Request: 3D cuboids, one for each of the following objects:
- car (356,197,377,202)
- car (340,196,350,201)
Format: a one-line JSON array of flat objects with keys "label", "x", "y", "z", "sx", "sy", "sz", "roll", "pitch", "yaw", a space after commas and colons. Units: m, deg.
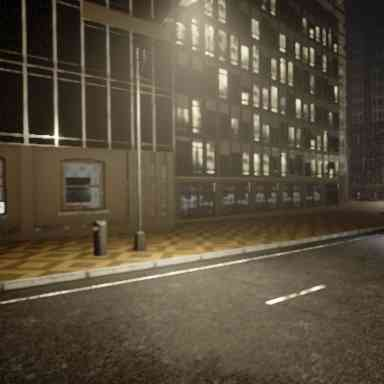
[{"label": "car", "x": 37.985, "y": 1.532, "z": 72.517, "sx": 1.802, "sy": 1.307, "sz": 4.206, "roll": -1, "pitch": 1, "yaw": -43}, {"label": "car", "x": 34.158, "y": 1.483, "z": 76.720, "sx": 1.947, "sy": 1.339, "sz": 4.313, "roll": -1, "pitch": 1, "yaw": -43}]
